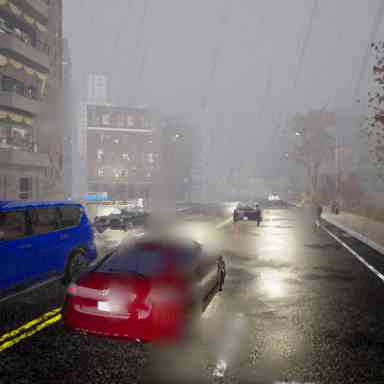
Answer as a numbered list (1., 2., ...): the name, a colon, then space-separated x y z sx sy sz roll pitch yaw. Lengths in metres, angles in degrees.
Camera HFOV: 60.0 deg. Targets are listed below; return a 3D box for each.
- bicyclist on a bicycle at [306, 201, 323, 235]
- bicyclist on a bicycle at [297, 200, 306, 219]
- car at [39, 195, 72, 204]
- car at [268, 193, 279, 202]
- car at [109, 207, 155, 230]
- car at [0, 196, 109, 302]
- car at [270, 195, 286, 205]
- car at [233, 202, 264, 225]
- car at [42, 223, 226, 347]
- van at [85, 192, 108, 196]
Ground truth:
1. bicyclist on a bicycle: 6.691 1.365 17.892 0.659 1.776 1.843 0 0 15
2. bicyclist on a bicycle: 9.162 1.427 27.481 0.866 1.612 1.509 0 0 14
3. car: -19.650 1.110 48.161 4.206 1.307 1.802 1 -1 -17
4. car: 17.552 1.181 71.145 2.150 2.045 5.566 0 0 10
5. car: -3.893 1.599 19.857 1.895 1.301 4.718 0 0 15
6. car: -4.114 1.221 6.680 2.150 2.045 5.566 0 0 16
7. car: 14.887 1.570 56.774 1.895 1.301 4.718 0 0 12
8. car: 4.125 1.486 24.152 2.128 1.511 4.902 0 0 14
9. car: -0.597 1.563 6.537 1.994 1.385 4.181 0 0 16
10. van: -16.558 0.886 57.838 3.998 1.788 1.690 1 -1 -17
